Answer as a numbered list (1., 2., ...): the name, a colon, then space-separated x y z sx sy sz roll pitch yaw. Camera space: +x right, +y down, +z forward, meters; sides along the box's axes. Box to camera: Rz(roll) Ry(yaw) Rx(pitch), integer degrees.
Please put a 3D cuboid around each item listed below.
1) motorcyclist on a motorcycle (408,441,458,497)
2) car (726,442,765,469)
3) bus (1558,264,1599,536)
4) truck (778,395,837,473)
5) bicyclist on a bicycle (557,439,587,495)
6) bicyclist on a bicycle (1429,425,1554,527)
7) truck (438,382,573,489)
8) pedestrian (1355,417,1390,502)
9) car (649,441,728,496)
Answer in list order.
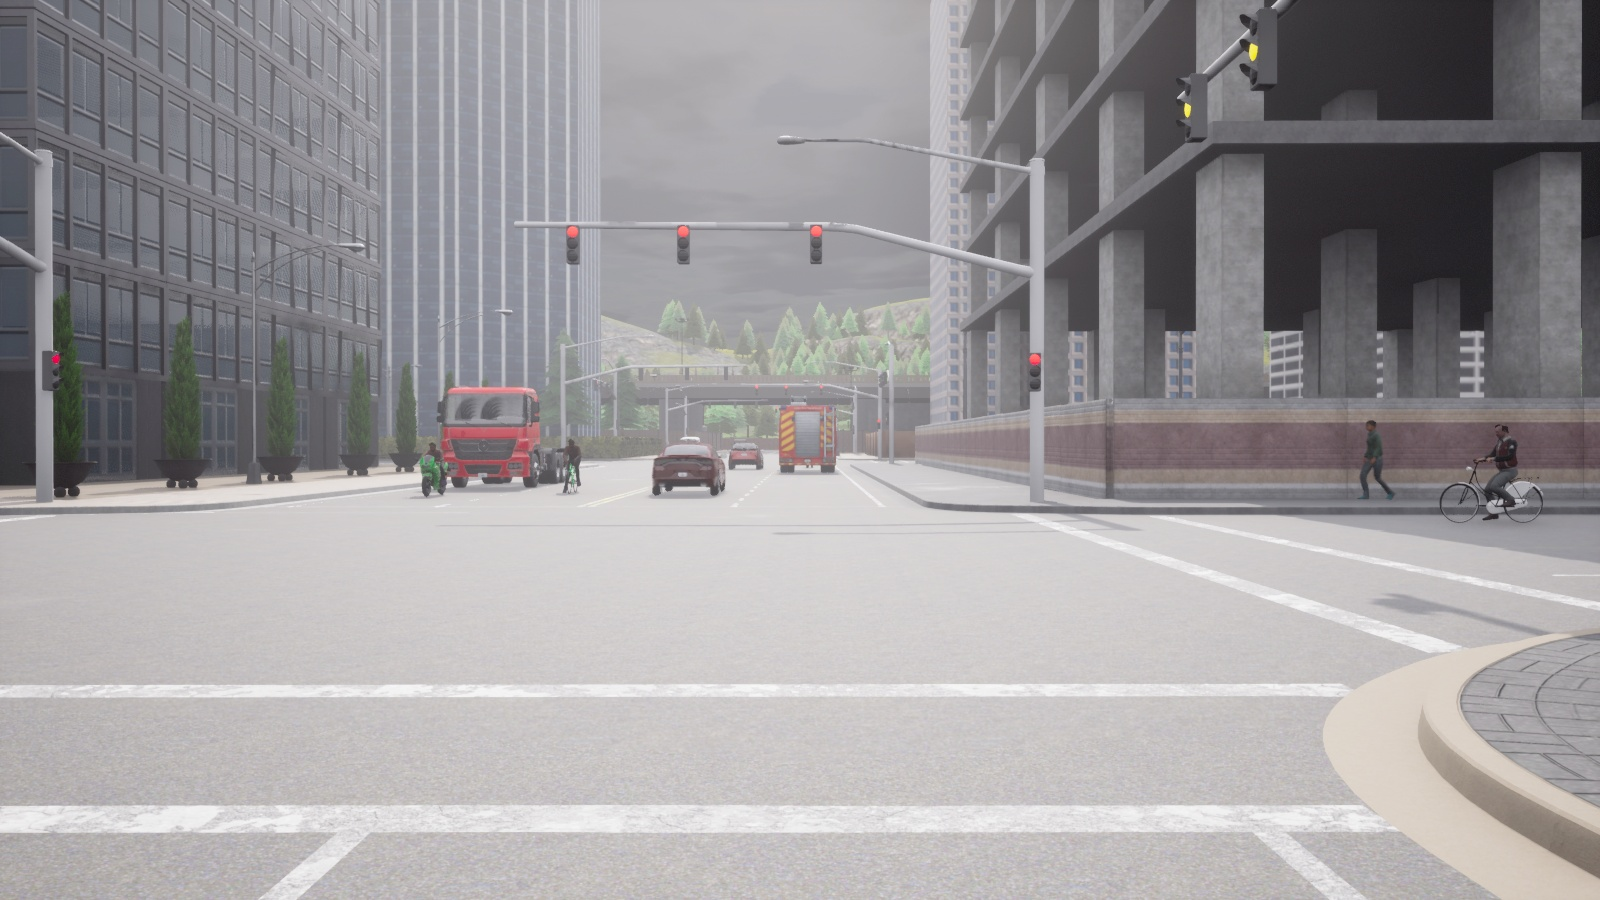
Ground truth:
1. motorcyclist on a motorcycle: -10.282 0.521 35.276 0.797 1.523 2.044 0 0 0
2. car: -3.074 0.288 71.449 2.007 1.525 4.514 0 0 0
3. bus: 17.662 -0.777 18.774 10.273 4.253 3.944 0 0 0
4. truck: 0.394 -0.789 65.806 2.891 3.827 8.468 0 0 0
5. bicyclist on a bicycle: -6.770 0.483 37.359 0.582 1.620 1.656 0 1 0
6. bicyclist on a bicycle: 12.256 0.446 22.293 1.843 1.776 0.659 0 0 0
7. truck: -10.232 -0.495 44.546 2.891 3.462 7.936 0 0 0
8. pedestrian: 12.578 0.204 27.592 0.614 1.847 0.353 0 0 -5
9. car: -3.259 0.510 37.522 1.882 1.535 5.008 0 0 0
